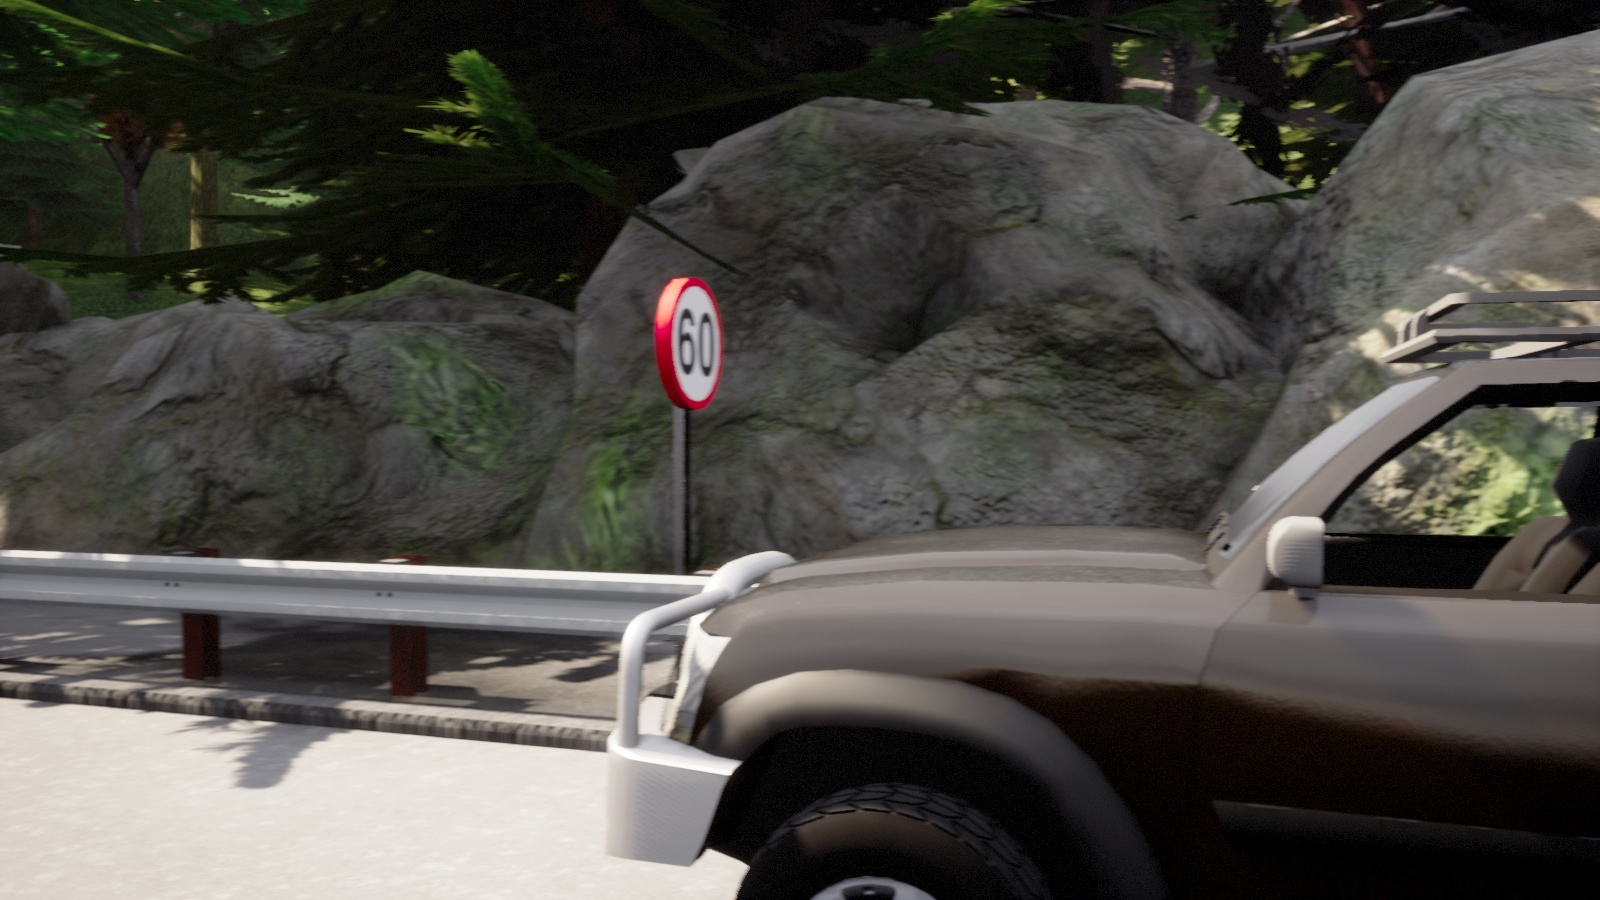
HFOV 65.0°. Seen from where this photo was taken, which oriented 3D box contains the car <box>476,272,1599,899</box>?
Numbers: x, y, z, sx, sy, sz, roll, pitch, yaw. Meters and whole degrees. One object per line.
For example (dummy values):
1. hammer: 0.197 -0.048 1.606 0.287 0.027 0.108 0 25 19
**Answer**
1. car: 1.733 0.601 3.132 4.605 1.855 1.932 1 1 19
